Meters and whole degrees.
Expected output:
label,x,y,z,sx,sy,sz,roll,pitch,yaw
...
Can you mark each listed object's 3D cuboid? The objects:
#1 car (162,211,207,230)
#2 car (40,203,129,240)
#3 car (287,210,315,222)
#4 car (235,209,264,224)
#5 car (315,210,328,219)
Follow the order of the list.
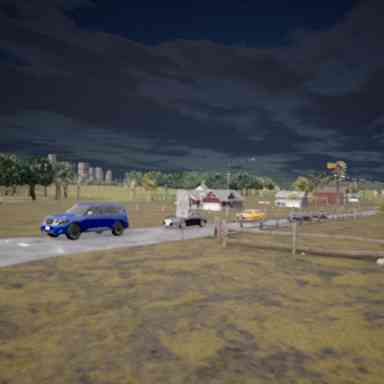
label,x,y,z,sx,sy,sz,roll,pitch,yaw
car,-0.534,2.363,28.809,2.128,1.511,4.902,1,-2,35
car,-6.369,1.725,20.568,2.150,2.045,5.566,1,-2,35
car,14.300,3.254,44.643,2.033,1.411,5.357,1,-2,36
car,6.830,2.819,39.132,1.882,1.535,5.008,1,-1,36
car,20.008,3.622,52.753,2.033,1.411,5.357,1,-2,35
